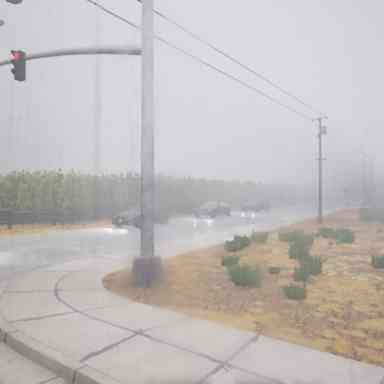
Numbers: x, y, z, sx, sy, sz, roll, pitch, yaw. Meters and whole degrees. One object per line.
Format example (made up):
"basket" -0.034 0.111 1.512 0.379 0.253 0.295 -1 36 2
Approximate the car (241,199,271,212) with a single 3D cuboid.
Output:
"car" 7.659 1.579 39.366 2.033 1.411 5.357 0 0 33

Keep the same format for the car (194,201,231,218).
"car" 2.015 1.558 30.595 1.812 1.442 4.674 0 0 33

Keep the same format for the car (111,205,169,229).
"car" -3.358 1.596 22.279 1.994 1.385 4.181 0 0 33
